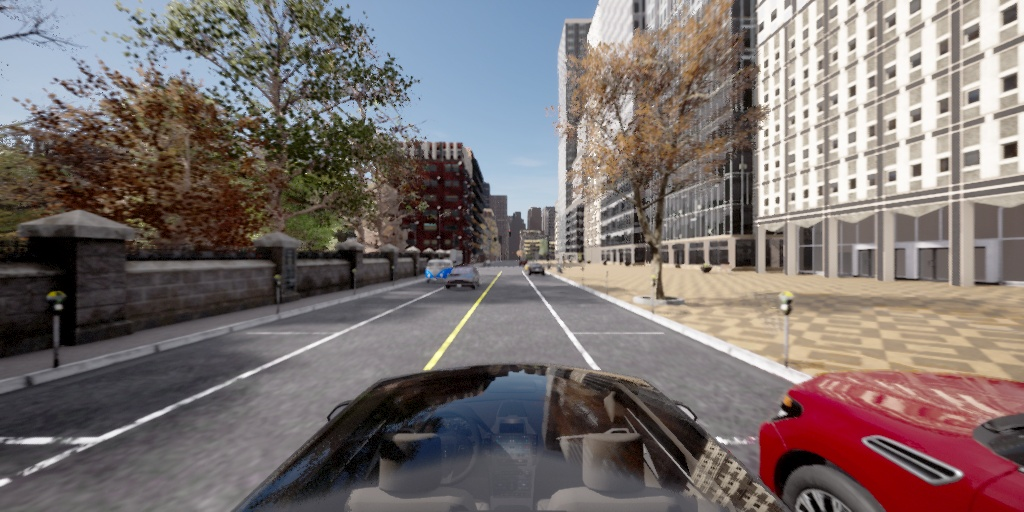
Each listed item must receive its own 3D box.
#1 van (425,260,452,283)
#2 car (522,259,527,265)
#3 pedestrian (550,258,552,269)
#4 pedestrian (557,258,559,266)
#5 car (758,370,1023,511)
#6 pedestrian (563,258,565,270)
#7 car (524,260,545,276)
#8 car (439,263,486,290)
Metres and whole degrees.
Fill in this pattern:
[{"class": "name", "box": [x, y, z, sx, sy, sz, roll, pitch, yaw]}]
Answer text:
[{"class": "van", "box": [-5.698, 1.202, 28.478, 1.690, 1.789, 3.998, 0, 0, 0]}, {"class": "car", "box": [2.677, 1.496, 51.180, 1.751, 1.417, 4.829, 0, 0, 0]}, {"class": "pedestrian", "box": [6.121, 1.143, 56.897, 0.375, 1.860, 0.375, 0, 0, 0]}, {"class": "pedestrian", "box": [7.122, 1.279, 55.696, 0.375, 1.860, 0.375, 0, 0, 0]}, {"class": "car", "box": [2.689, 1.060, 0.323, 2.192, 1.841, 5.009, 0, 0, 0]}, {"class": "pedestrian", "box": [8.122, 1.262, 56.297, 0.375, 1.860, 0.375, 0, 0, 0]}, {"class": "car", "box": [2.679, 1.480, 39.746, 1.948, 1.339, 4.313, 0, 0, 0]}, {"class": "car", "box": [-3.106, 1.387, 23.684, 2.033, 1.411, 5.357, 0, 0, 0]}]
